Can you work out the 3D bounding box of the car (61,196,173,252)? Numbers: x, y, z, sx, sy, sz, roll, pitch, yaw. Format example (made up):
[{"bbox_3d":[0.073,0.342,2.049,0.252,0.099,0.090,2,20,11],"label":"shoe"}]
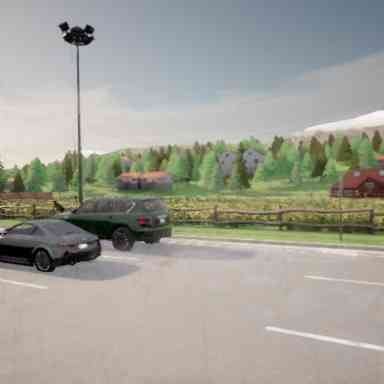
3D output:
[{"bbox_3d":[-3.473,1.203,13.883,5.566,2.045,2.150,-1,0,28],"label":"car"}]

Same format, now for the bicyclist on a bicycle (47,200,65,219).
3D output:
[{"bbox_3d":[-8.492,1.332,20.981,0.582,1.620,1.656,-1,0,28],"label":"bicyclist on a bicycle"}]

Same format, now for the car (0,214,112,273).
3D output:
[{"bbox_3d":[-4.954,1.588,10.712,4.181,1.385,1.994,-1,0,28],"label":"car"}]
